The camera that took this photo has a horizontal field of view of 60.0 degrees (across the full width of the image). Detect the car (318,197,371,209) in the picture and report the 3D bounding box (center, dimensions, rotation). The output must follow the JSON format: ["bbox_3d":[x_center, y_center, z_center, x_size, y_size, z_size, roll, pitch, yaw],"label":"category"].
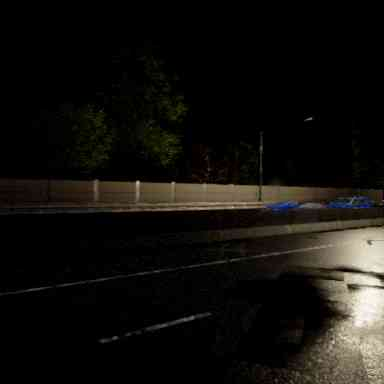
[{"bbox_3d":[14.934,1.513,31.823,5.566,2.045,2.150,1,0,-35],"label":"car"}]

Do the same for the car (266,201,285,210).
[{"bbox_3d":[10.442,1.765,37.211,5.008,1.535,1.882,1,0,-35],"label":"car"}]

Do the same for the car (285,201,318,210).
[{"bbox_3d":[12.402,1.834,34.315,5.357,1.411,2.033,1,0,-35],"label":"car"}]
